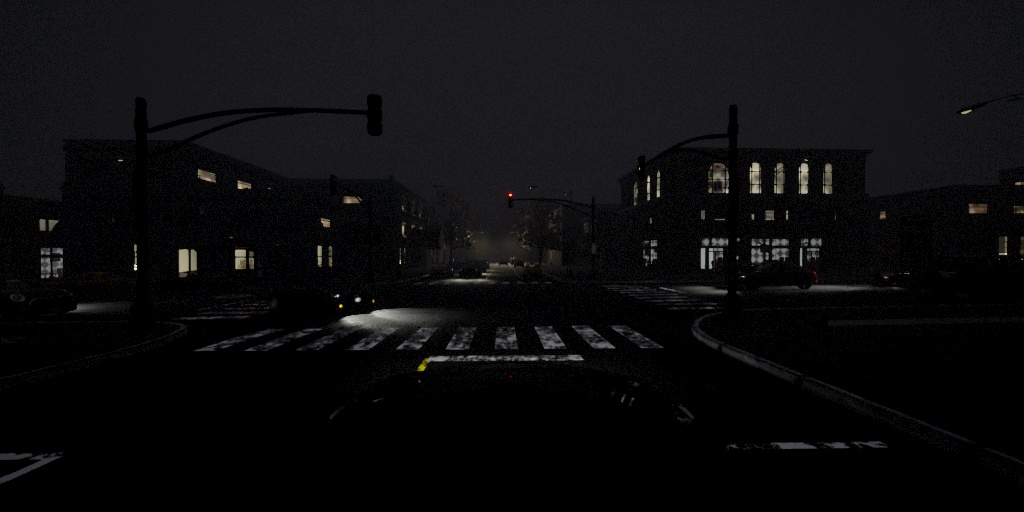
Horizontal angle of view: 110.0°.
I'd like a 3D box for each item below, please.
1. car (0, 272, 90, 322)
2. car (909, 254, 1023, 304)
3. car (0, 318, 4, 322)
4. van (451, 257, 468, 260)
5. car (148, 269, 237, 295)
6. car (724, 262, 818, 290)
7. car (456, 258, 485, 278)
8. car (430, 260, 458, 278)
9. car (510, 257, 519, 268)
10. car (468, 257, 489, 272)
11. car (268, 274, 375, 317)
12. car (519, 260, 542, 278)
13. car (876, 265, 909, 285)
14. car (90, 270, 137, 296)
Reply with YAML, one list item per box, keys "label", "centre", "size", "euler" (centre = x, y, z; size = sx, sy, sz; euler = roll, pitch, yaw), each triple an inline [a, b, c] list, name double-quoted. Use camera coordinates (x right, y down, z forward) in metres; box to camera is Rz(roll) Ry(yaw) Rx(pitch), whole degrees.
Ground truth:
- label: "car"
  centre: [-18.344, 1.422, 12.745]
  size: [4.097, 1.591, 1.967]
  euler: [0, 0, -2]
- label: "car"
  centre: [19.644, 0.843, 14.358]
  size: [5.009, 1.841, 2.192]
  euler: [0, 0, -2]
- label: "car"
  centre: [-5.661, 1.295, 1.077]
  size: [1.888, 1.381, 4.507]
  euler: [0, 0, -1]
- label: "van"
  centre: [-6.769, 1.082, 44.674]
  size: [1.690, 1.789, 3.998]
  euler: [0, 0, -1]
- label: "car"
  centre: [-18.676, 1.474, 21.085]
  size: [4.313, 1.339, 1.948]
  euler: [0, 0, -2]
- label: "car"
  centre: [14.309, 1.063, 19.917]
  size: [4.674, 1.442, 1.812]
  euler: [-1, 1, -2]
- label: "car"
  centre: [-3.916, 1.221, 34.412]
  size: [1.882, 1.535, 5.008]
  euler: [0, 0, -2]
- label: "car"
  centre: [-6.487, 1.326, 33.586]
  size: [1.802, 1.307, 4.207]
  euler: [0, 0, -1]
- label: "car"
  centre: [1.186, 1.288, 61.521]
  size: [2.007, 1.370, 4.403]
  euler: [0, 0, -1]
- label: "car"
  centre: [-4.174, 1.219, 44.451]
  size: [1.882, 1.535, 5.008]
  euler: [0, 0, -1]
- label: "car"
  centre: [-7.345, 1.410, 13.812]
  size: [4.181, 1.385, 1.994]
  euler: [0, 0, 26]
- label: "car"
  centre: [1.886, 1.269, 33.969]
  size: [1.751, 1.417, 4.829]
  euler: [0, 0, -1]
- label: "car"
  centre: [23.531, 0.918, 20.316]
  size: [4.902, 1.511, 2.128]
  euler: [-1, 1, -2]
- label: "car"
  centre: [-24.494, 1.500, 20.833]
  size: [4.829, 1.417, 1.751]
  euler: [0, 0, -2]
